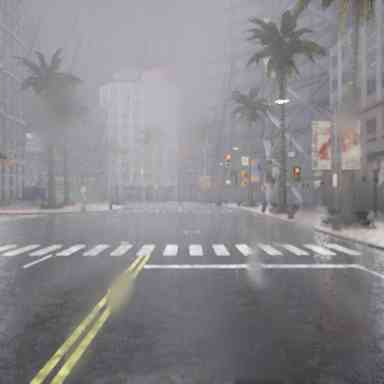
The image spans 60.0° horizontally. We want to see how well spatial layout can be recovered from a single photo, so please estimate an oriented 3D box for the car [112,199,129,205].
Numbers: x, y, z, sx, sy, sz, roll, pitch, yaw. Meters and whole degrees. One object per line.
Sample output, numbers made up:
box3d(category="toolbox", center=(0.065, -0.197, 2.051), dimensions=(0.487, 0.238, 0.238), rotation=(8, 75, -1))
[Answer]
box3d(category="car", center=(-16.100, 2.213, 74.394), dimensions=(2.128, 1.511, 4.902), rotation=(1, -1, -45))
